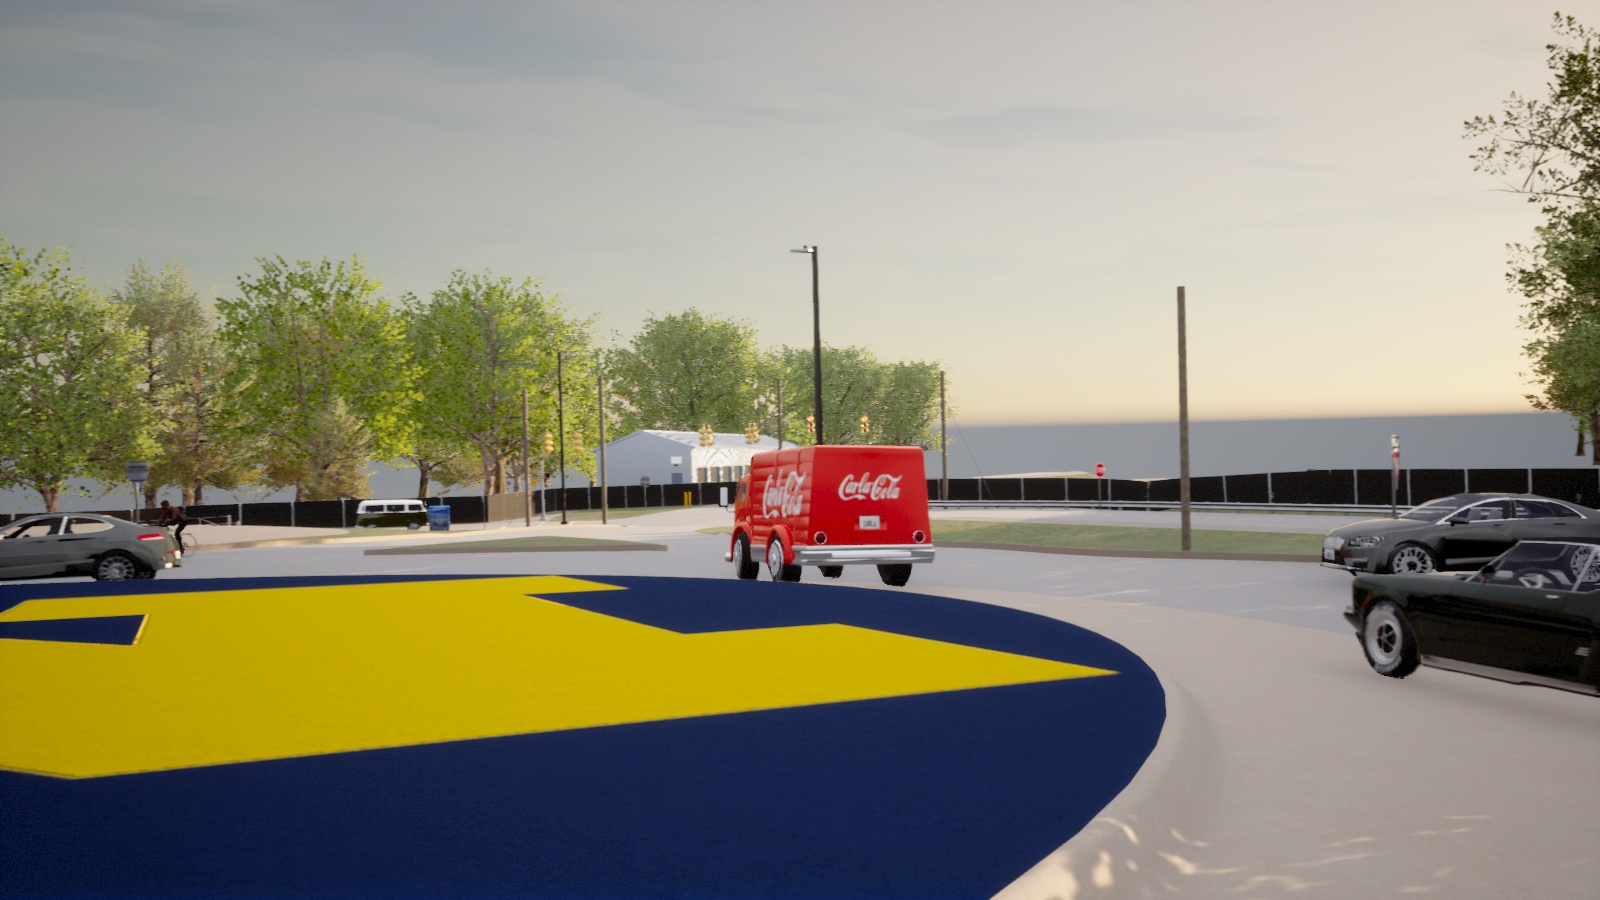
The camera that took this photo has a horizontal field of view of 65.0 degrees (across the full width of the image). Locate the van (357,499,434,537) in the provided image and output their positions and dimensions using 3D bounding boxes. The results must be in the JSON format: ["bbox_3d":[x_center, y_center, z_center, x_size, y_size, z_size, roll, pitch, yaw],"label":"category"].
[{"bbox_3d":[-25.223,4.224,78.283,4.480,2.038,2.069,-1,1,-19],"label":"van"}]

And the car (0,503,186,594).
[{"bbox_3d":[-15.622,2.059,25.900,5.027,1.651,2.152,-2,-3,-17],"label":"car"}]

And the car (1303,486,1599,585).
[{"bbox_3d":[11.412,1.400,21.261,4.902,1.511,2.128,-1,-1,0],"label":"car"}]

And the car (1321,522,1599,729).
[{"bbox_3d":[5.989,1.266,9.262,1.895,1.301,4.718,5,-3,-5],"label":"car"}]

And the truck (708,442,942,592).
[{"bbox_3d":[0.287,1.266,23.606,2.627,2.467,5.204,0,-4,-20],"label":"truck"}]
